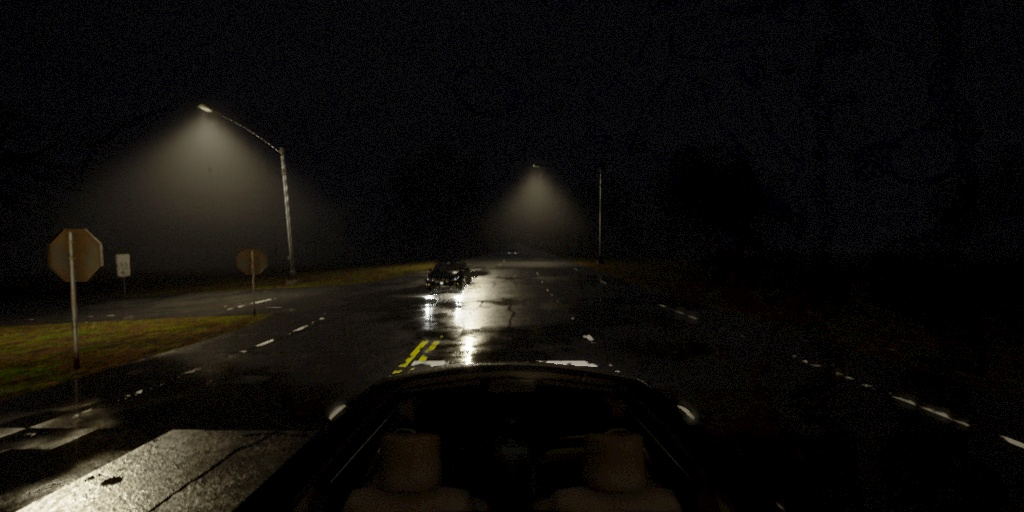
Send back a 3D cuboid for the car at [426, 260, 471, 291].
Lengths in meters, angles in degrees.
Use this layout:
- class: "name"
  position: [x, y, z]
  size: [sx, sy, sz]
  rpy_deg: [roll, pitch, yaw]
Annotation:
- class: "car"
  position: [-3.451, 1.015, 20.094]
  size: [1.837, 1.490, 4.892]
  rpy_deg: [-1, 2, 1]
